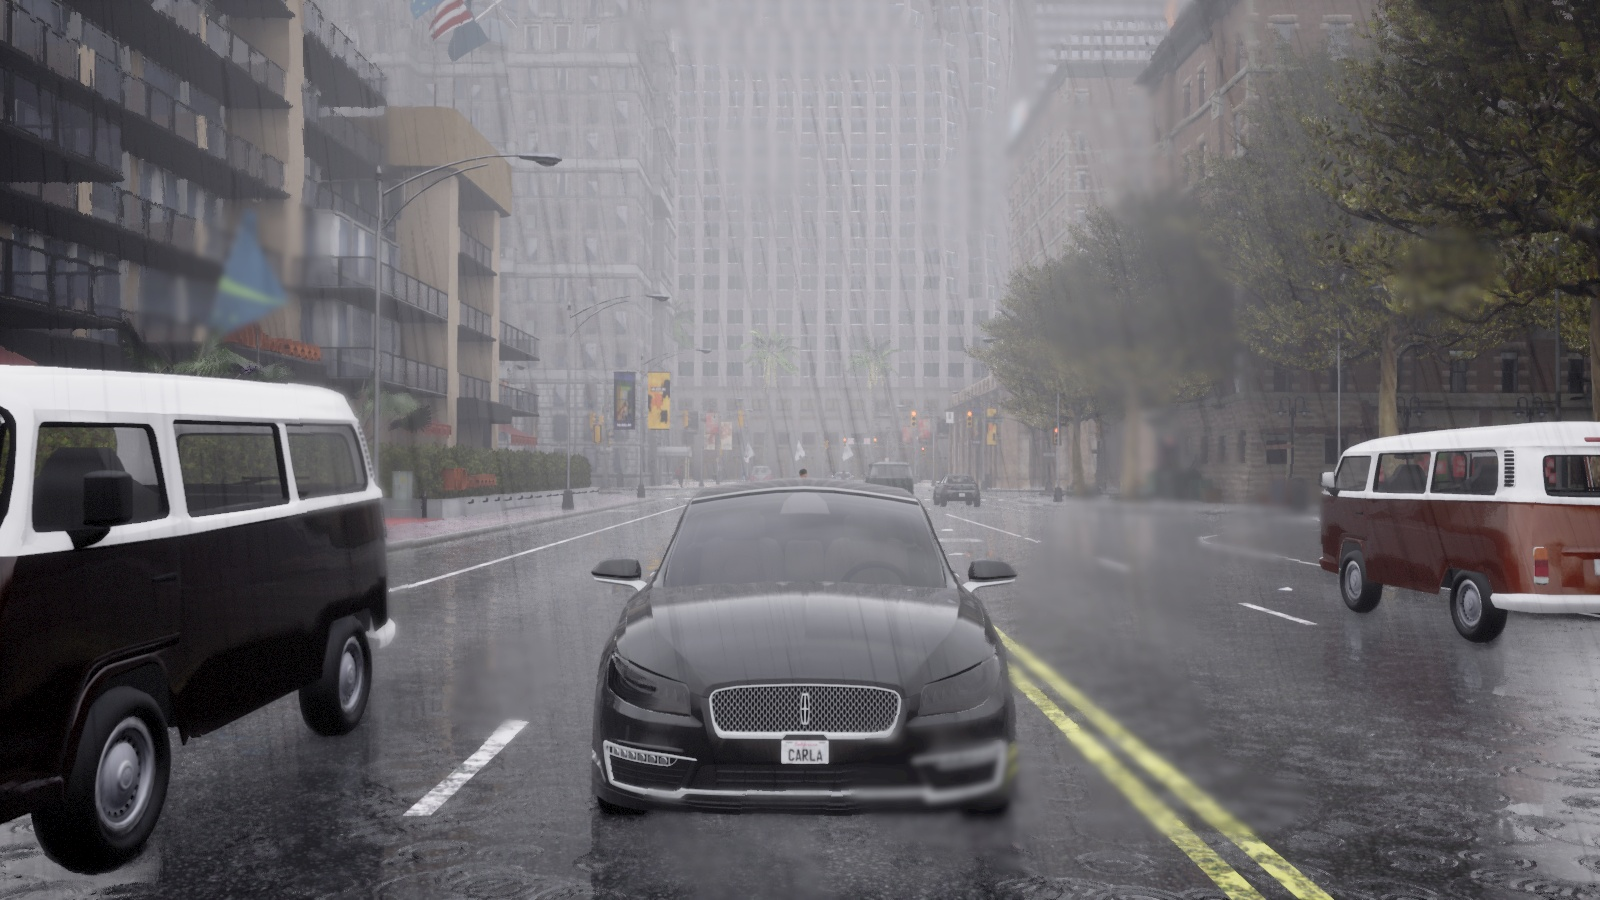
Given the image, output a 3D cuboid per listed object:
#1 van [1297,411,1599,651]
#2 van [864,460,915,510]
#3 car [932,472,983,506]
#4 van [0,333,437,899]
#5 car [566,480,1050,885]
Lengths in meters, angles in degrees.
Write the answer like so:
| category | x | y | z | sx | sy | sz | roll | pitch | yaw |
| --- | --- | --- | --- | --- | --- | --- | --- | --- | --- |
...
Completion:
| category | x | y | z | sx | sy | sz | roll | pitch | yaw |
| --- | --- | --- | --- | --- | --- | --- | --- | --- | --- |
| van | 7.046 | 0.726 | 12.933 | 2.069 | 2.038 | 4.480 | 0 | -1 | 0 |
| van | 3.638 | 1.420 | 51.763 | 1.775 | 1.987 | 4.442 | 0 | -1 | 0 |
| car | 7.152 | 1.760 | 57.314 | 1.816 | 1.474 | 4.193 | 0 | -1 | 0 |
| van | -3.470 | 0.644 | 6.131 | 2.069 | 2.038 | 4.480 | 0 | 0 | 0 |
| car | 0.033 | 0.940 | 7.223 | 1.837 | 1.490 | 4.892 | 0 | -1 | 0 |
